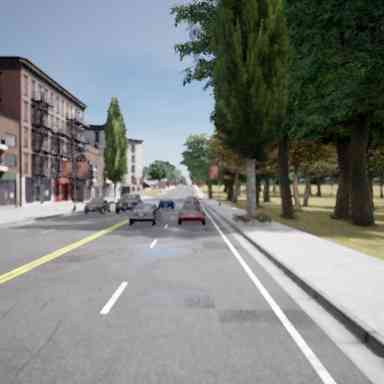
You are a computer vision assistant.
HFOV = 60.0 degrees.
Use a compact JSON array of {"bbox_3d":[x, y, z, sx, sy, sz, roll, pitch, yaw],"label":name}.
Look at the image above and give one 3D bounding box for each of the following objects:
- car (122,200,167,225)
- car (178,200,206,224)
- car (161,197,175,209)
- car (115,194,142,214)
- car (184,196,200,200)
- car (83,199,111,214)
[{"bbox_3d":[-3.262,1.523,23.879,2.033,1.411,5.357,0,0,0],"label":"car"},{"bbox_3d":[-0.007,1.534,24.711,1.994,1.385,4.181,0,0,0],"label":"car"},{"bbox_3d":[-3.271,1.446,44.079,1.882,1.535,5.008,0,0,0],"label":"car"},{"bbox_3d":[-6.595,1.193,35.425,2.150,2.045,5.566,0,0,0],"label":"car"},{"bbox_3d":[-0.023,1.315,43.324,2.097,1.767,4.553,0,0,0],"label":"car"},{"bbox_3d":[-9.849,1.488,34.867,1.837,1.490,4.892,0,0,0],"label":"car"}]
